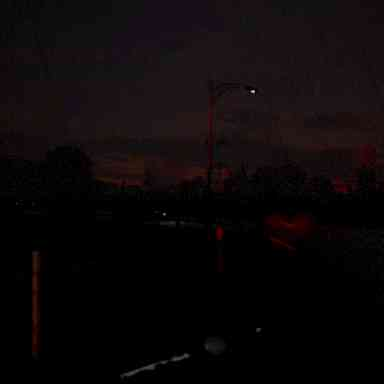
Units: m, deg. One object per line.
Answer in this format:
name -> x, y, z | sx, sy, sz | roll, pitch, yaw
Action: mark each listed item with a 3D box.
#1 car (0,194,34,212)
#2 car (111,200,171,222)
car -> -16.654, 0.966, 30.770 | 5.008, 1.535, 1.882 | 1, 0, 32
car -> -3.511, 1.259, 22.812 | 4.181, 1.385, 1.994 | 1, 0, 31
